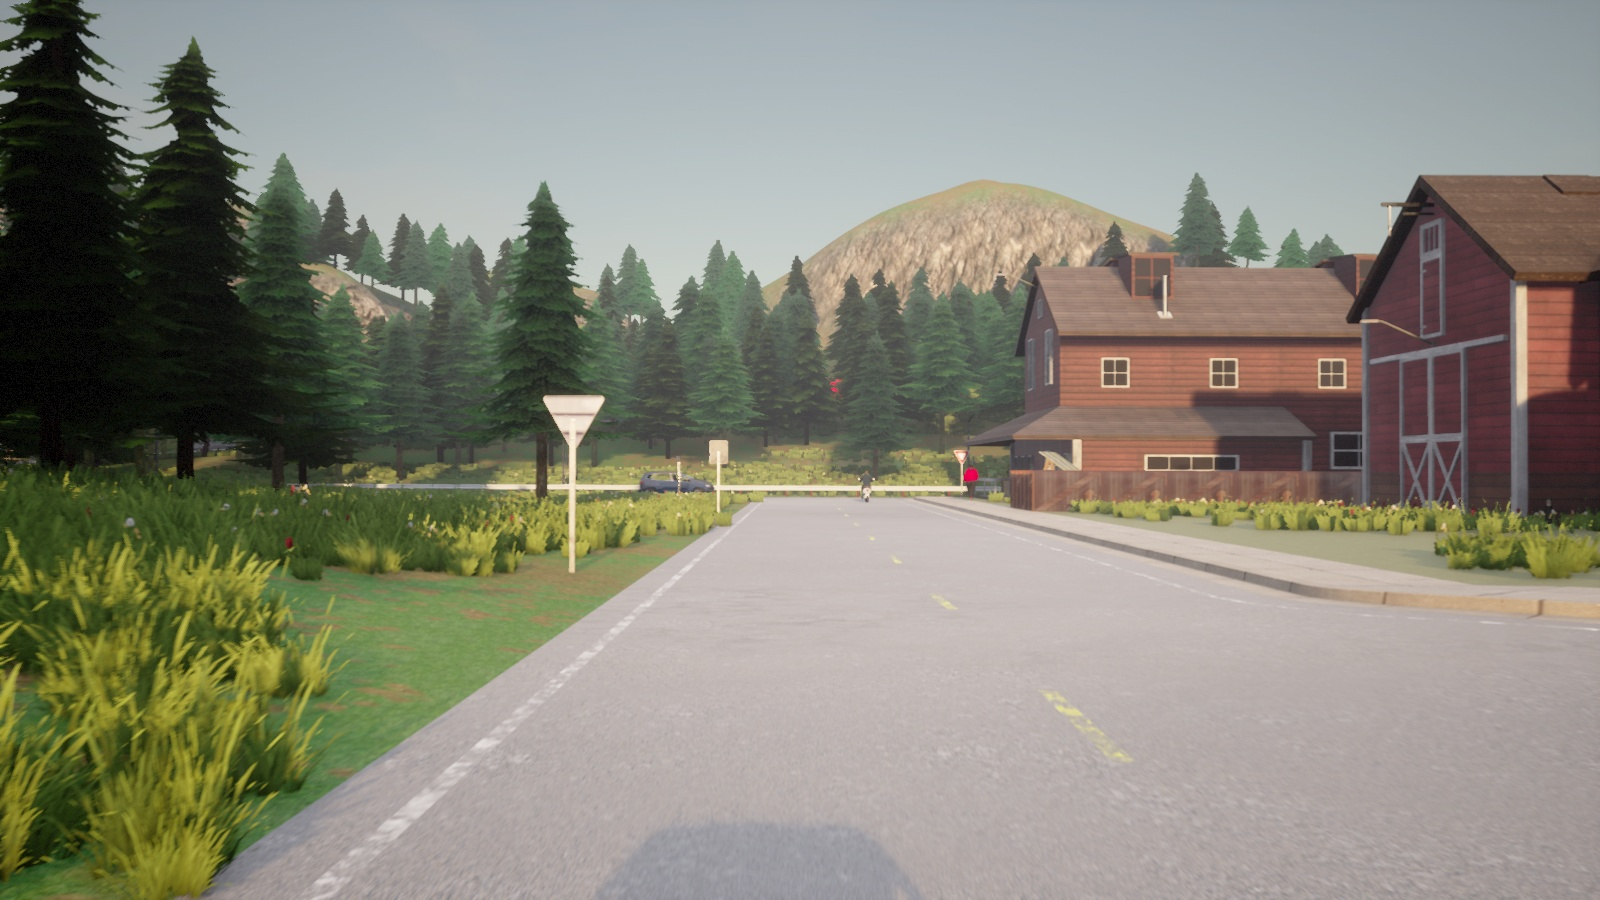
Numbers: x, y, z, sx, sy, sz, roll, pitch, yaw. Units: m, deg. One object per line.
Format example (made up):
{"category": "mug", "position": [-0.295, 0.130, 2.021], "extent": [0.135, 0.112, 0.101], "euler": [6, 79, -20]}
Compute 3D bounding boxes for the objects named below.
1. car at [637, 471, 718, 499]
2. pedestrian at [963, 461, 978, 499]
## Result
{"category": "car", "position": [-7.402, 2.101, 76.126], "extent": [4.611, 1.667, 2.242], "euler": [0, -1, 3]}
{"category": "pedestrian", "position": [8.380, 1.466, 61.606], "extent": [0.634, 1.844, 0.899], "euler": [0, -1, 12]}
